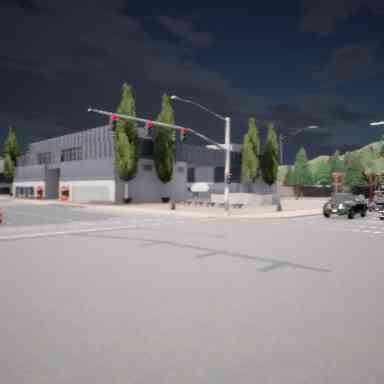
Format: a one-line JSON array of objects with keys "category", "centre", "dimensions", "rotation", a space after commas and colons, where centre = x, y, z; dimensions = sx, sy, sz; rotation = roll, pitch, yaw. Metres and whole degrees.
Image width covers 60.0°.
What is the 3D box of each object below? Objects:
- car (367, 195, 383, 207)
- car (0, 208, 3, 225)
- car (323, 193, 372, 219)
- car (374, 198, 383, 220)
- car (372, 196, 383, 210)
[{"category": "car", "centre": [27.580, 1.291, 49.326], "dimensions": [1.882, 1.535, 5.008], "rotation": [1, 1, 17]}, {"category": "car", "centre": [-13.148, 1.005, 20.126], "dimensions": [4.553, 1.767, 2.097], "rotation": [0, 0, 45]}, {"category": "car", "centre": [12.910, 1.091, 27.810], "dimensions": [2.150, 2.045, 5.566], "rotation": [1, 1, 42]}, {"category": "car", "centre": [16.307, 1.417, 26.300], "dimensions": [1.837, 1.490, 4.892], "rotation": [1, 1, 43]}, {"category": "car", "centre": [20.603, 1.413, 36.156], "dimensions": [2.033, 1.411, 5.357], "rotation": [1, 1, 38]}]
